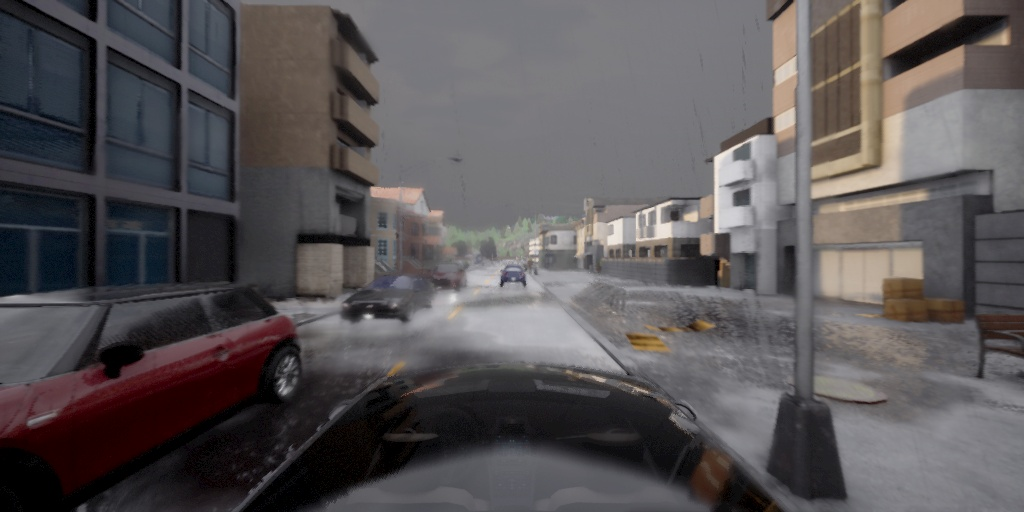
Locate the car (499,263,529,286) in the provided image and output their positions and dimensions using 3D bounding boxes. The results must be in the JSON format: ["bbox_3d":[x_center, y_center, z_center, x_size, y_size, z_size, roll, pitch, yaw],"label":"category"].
[{"bbox_3d":[0.101,1.390,26.392,1.812,1.442,4.674,0,0,0],"label":"car"}]

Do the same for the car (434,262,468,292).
[{"bbox_3d":[-4.011,1.187,22.121,2.097,1.767,4.553,0,0,0],"label":"car"}]

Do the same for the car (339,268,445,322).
[{"bbox_3d":[-3.995,1.337,12.677,2.033,1.411,5.357,0,0,0],"label":"car"}]

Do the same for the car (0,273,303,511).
[{"bbox_3d":[-4.097,1.099,3.303,2.097,1.767,4.553,0,0,0],"label":"car"}]
